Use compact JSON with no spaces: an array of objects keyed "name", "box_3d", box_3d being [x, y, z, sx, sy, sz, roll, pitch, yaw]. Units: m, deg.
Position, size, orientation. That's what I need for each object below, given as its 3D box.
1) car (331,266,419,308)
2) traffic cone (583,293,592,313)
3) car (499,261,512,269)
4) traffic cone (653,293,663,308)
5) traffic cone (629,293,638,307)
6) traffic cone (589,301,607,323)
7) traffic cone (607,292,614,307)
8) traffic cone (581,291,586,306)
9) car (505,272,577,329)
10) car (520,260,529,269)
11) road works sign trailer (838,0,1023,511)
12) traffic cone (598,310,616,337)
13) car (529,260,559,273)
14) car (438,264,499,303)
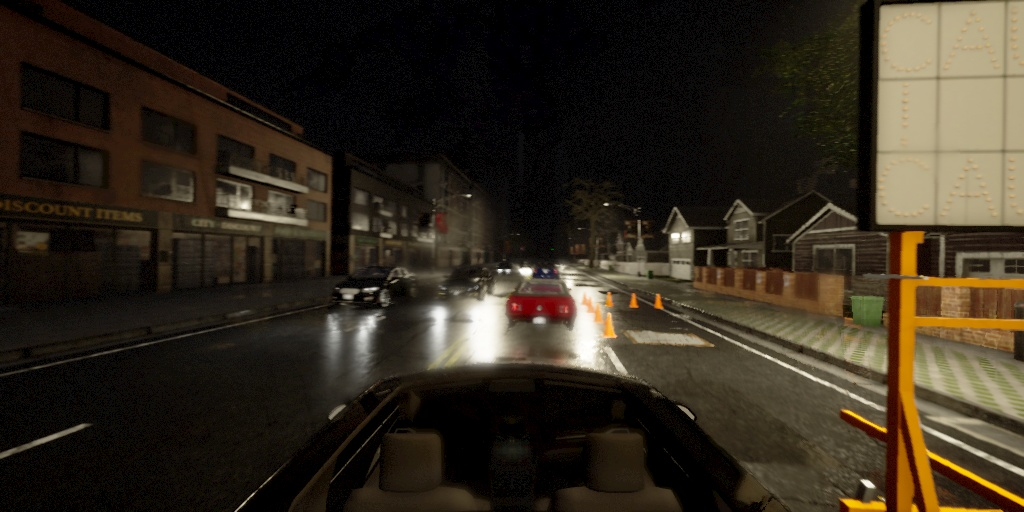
[{"name":"car","box_3d":[-5.430,1.164,14.871,2.128,1.511,4.902,1,0,6]},{"name":"traffic cone","box_3d":[2.901,1.787,13.247,0.340,0.580,0.340,0,0,6]},{"name":"car","box_3d":[-1.082,1.421,57.447,1.994,1.385,4.181,1,0,6]},{"name":"traffic cone","box_3d":[6.087,1.854,14.935,0.340,0.580,0.340,0,0,6]},{"name":"traffic cone","box_3d":[5.092,1.834,15.036,0.340,0.580,0.340,0,0,6]},{"name":"traffic cone","box_3d":[2.700,1.779,11.258,0.340,0.580,0.340,0,0,6]},{"name":"traffic cone","box_3d":[4.097,1.815,15.136,0.340,0.580,0.340,0,0,6]},{"name":"traffic cone","box_3d":[3.102,1.796,15.237,0.340,0.580,0.340,0,0,6]},{"name":"car","box_3d":[0.956,1.390,11.456,1.895,1.301,4.718,1,0,6]},{"name":"car","box_3d":[2.334,1.418,58.846,2.128,1.511,4.902,1,0,6]},{"name":"road works sign trailer","box_3d":[3.169,0.277,2.164,2.380,3.560,2.880,0,0,6]},{"name":"traffic cone","box_3d":[2.499,1.771,9.268,0.340,0.580,0.340,0,0,6]},{"name":"car","box_3d":[2.721,1.217,28.879,2.097,1.767,4.553,1,0,6]},{"name":"car","box_3d":[-1.975,1.249,16.753,1.837,1.490,4.892,1,0,6]}]
